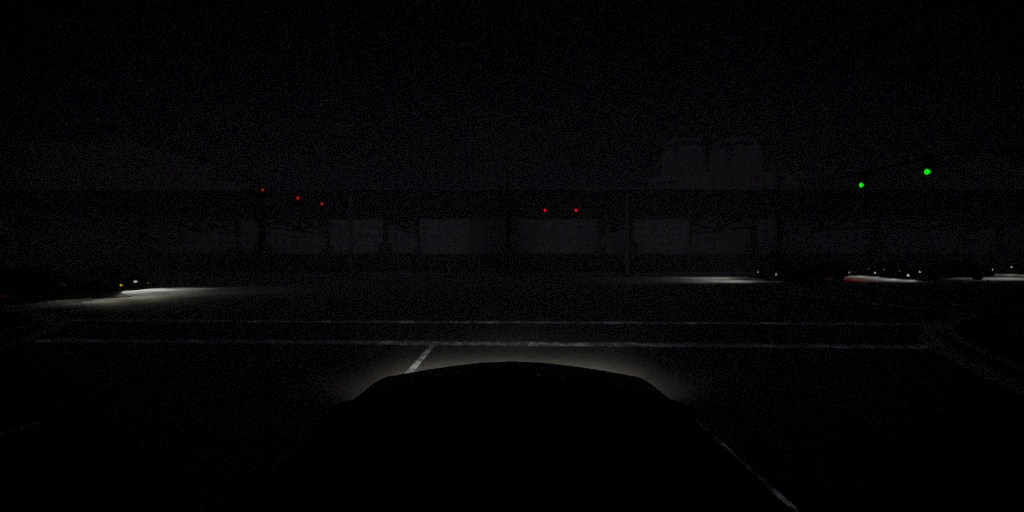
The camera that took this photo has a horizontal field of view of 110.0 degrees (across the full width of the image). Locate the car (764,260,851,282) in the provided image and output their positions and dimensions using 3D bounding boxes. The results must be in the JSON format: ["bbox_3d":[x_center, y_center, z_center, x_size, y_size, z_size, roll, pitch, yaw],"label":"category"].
[{"bbox_3d":[22.053,1.068,26.531,4.902,1.511,2.128,-1,0,1],"label":"car"}]

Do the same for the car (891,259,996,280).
[{"bbox_3d":[31.761,1.008,26.282,5.357,1.411,2.033,-1,0,1],"label":"car"}]

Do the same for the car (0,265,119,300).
[{"bbox_3d":[-22.270,1.207,17.005,5.008,1.535,1.882,0,0,2],"label":"car"}]

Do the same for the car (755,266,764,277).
[{"bbox_3d":[23.110,1.053,30.011,4.902,1.511,2.128,-1,0,2],"label":"car"}]

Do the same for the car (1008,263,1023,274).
[{"bbox_3d":[44.559,0.793,29.438,5.357,1.411,2.033,-1,0,2],"label":"car"}]

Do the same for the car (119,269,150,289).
[{"bbox_3d":[-23.518,1.288,20.540,4.181,1.385,1.994,0,0,1],"label":"car"}]

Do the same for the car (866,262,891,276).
[{"bbox_3d":[32.850,0.989,29.754,5.357,1.411,2.033,-1,0,1],"label":"car"}]
